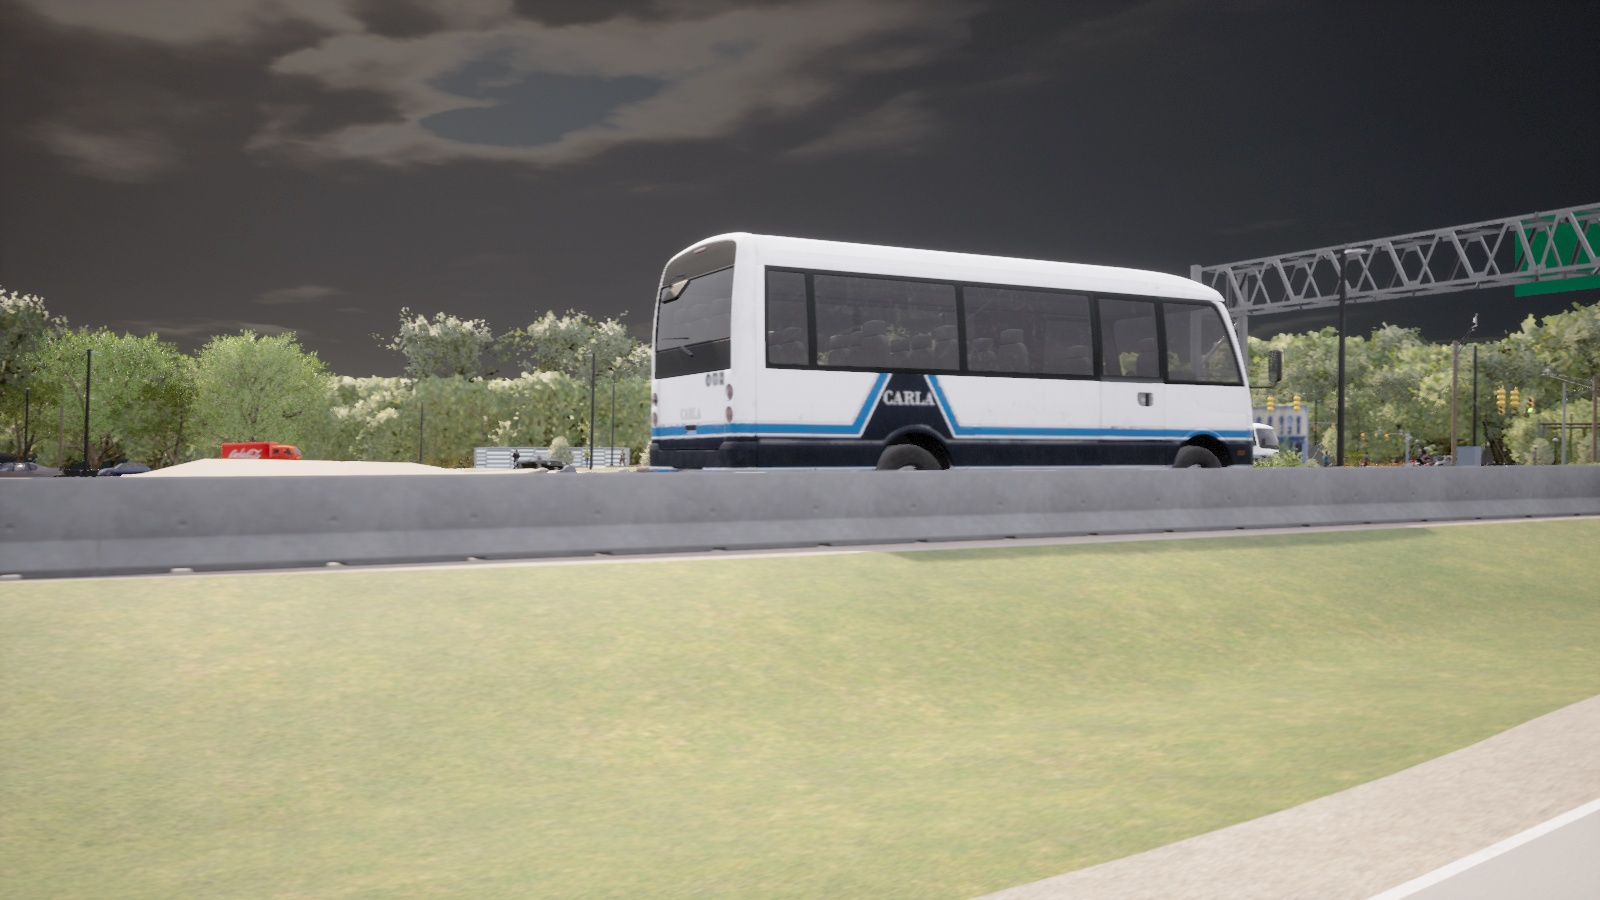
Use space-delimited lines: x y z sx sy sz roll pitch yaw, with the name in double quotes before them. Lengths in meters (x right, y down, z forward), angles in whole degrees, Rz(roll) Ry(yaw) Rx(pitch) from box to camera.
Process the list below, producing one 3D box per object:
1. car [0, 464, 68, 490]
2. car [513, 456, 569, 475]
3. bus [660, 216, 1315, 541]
"car" -46.646 1.643 74.465 5.357 1.411 2.033 -2 -1 -22
"car" -19.084 1.136 92.395 1.895 1.301 4.718 2 -2 -41
"bus" 3.246 -0.930 20.572 10.273 4.253 3.944 0 0 -28
